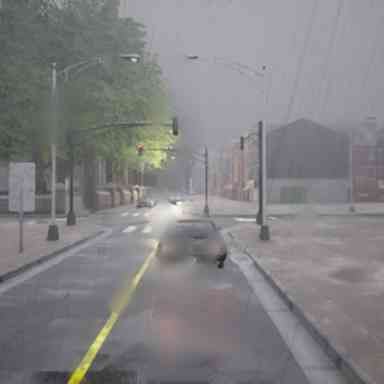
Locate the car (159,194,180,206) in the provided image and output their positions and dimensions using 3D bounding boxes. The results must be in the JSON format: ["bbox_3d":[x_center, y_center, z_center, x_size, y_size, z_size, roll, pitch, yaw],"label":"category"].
[{"bbox_3d":[-3.012,1.292,46.047,1.895,1.301,4.718,0,0,0],"label":"car"}]

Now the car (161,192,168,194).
[{"bbox_3d":[-5.692,1.185,63.004,1.802,1.307,4.206,1,0,0],"label":"car"}]

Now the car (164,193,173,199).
[{"bbox_3d":[-5.871,0.966,84.803,1.967,1.590,4.097,1,0,0],"label":"car"}]

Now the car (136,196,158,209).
[{"bbox_3d":[-5.522,1.281,39.519,2.008,1.369,4.403,1,0,0],"label":"car"}]

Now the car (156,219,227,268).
[{"bbox_3d":[0.024,1.521,10.894,1.895,1.301,4.718,0,0,1],"label":"car"}]

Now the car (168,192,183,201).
[{"bbox_3d":[-3.095,1.205,62.902,1.895,1.301,4.718,0,0,0],"label":"car"}]

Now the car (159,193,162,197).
[{"bbox_3d":[-5.554,1.238,46.654,2.008,1.369,4.403,1,0,0],"label":"car"}]

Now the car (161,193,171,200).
[{"bbox_3d":[-5.780,0.999,73.903,1.967,1.590,4.097,1,0,0],"label":"car"}]
